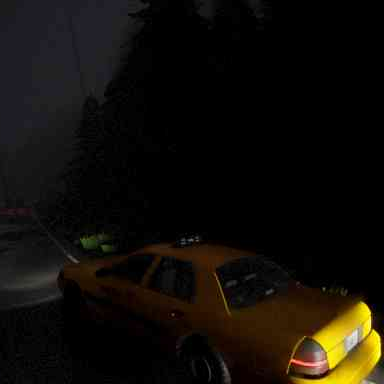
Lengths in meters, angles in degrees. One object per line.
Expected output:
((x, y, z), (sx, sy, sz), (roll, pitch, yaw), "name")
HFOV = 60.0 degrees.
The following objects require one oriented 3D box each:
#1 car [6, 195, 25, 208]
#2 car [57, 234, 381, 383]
((-21.165, 1.058, 40.033), (2.128, 1.511, 4.902), (-2, 2, -27), "car")
((-0.252, 1.418, 5.074), (5.366, 1.575, 1.801), (1, 1, 44), "car")
